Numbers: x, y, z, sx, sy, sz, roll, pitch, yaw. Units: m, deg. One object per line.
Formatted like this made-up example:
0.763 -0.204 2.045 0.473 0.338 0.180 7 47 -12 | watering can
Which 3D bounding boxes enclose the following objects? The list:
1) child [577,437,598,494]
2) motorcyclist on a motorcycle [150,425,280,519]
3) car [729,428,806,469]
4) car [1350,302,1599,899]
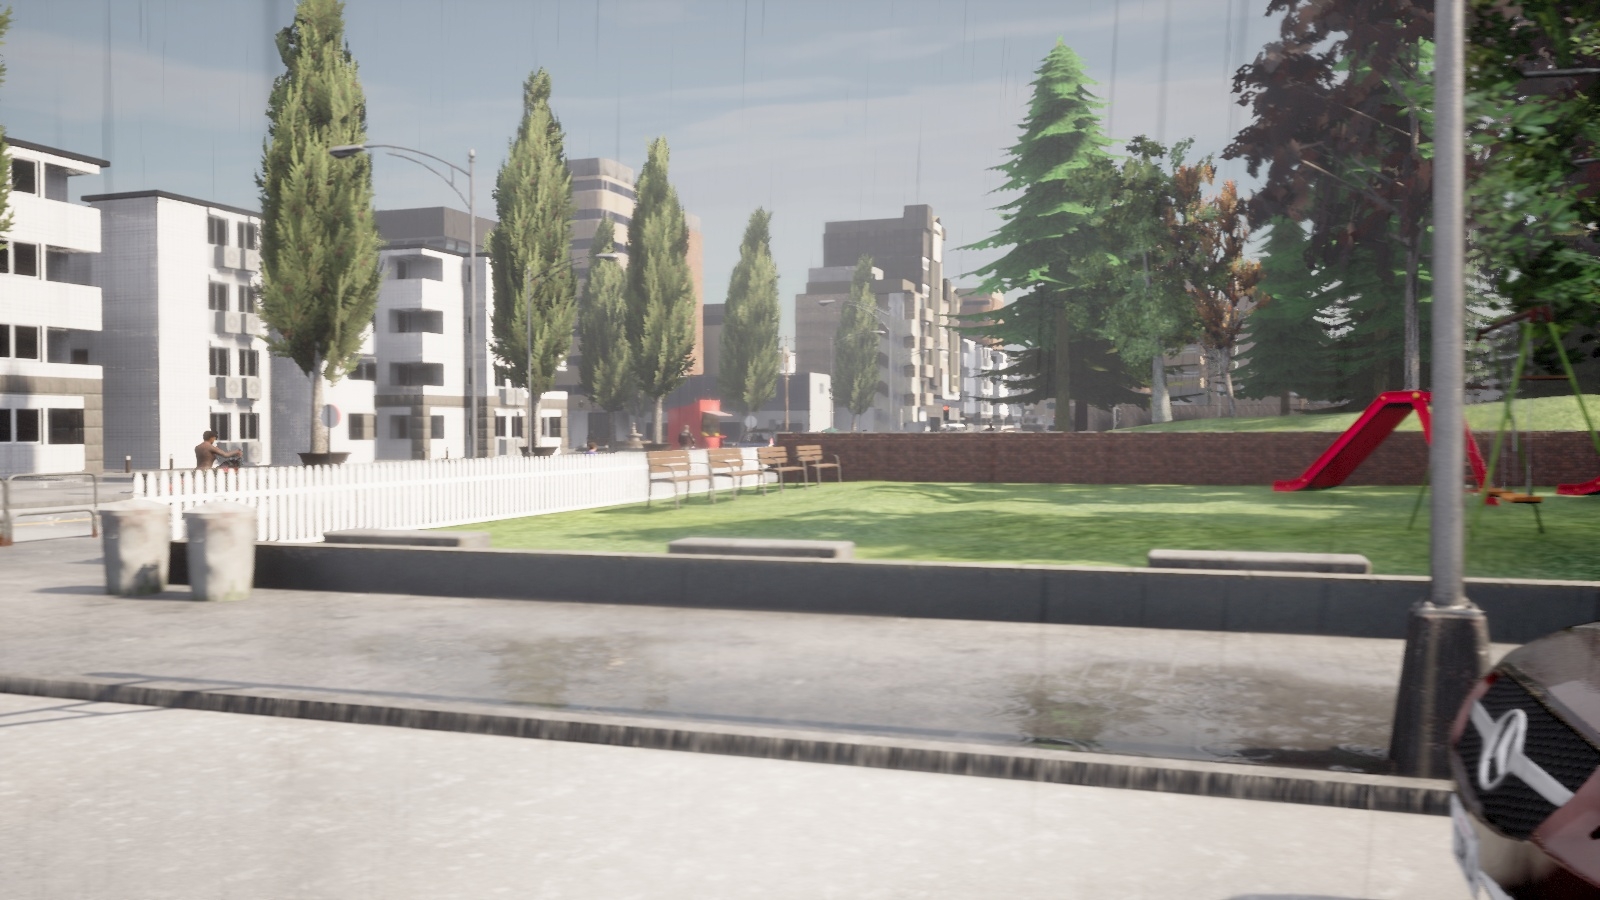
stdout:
-4.749 0.348 28.108 0.270 1.263 0.437 1 1 23 | child
-10.765 0.365 23.226 0.766 1.649 2.350 1 1 19 | motorcyclist on a motorcycle
-1.274 -0.101 51.241 1.851 1.617 3.988 1 1 19 | car
3.899 0.581 2.408 5.027 1.651 2.152 1 1 19 | car
